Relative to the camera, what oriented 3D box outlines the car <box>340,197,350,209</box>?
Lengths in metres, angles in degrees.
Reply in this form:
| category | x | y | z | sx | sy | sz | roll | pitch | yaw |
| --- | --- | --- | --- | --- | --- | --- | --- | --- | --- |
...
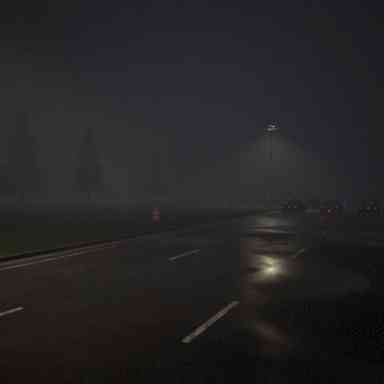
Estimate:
| category | x | y | z | sx | sy | sz | roll | pitch | yaw |
| --- | --- | --- | --- | --- | --- | --- | --- | --- | --- |
| car | 19.898 | 1.475 | 44.357 | 1.882 | 1.535 | 5.008 | 0 | 0 | 30 |

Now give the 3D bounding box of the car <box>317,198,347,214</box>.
| category | x | y | z | sx | sy | sz | roll | pitch | yaw |
| --- | --- | --- | --- | --- | --- | --- | --- | --- | --- |
| car | 14.909 | 1.599 | 35.347 | 1.895 | 1.301 | 4.718 | 0 | 0 | 29 |

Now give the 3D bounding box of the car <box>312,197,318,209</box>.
| category | x | y | z | sx | sy | sz | roll | pitch | yaw |
| --- | --- | --- | --- | --- | --- | --- | --- | --- | --- |
| car | 16.609 | 1.502 | 45.657 | 1.837 | 1.490 | 4.892 | 0 | 0 | 30 |

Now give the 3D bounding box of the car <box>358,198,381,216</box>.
| category | x | y | z | sx | sy | sz | roll | pitch | yaw |
| --- | --- | --- | --- | --- | --- | --- | --- | --- | --- |
| car | 17.582 | 1.545 | 32.962 | 2.033 | 1.411 | 5.357 | 0 | 0 | 30 |

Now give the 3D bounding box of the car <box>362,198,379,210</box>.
| category | x | y | z | sx | sy | sz | roll | pitch | yaw |
| --- | --- | --- | --- | --- | --- | --- | --- | --- | --- |
| car | 23.203 | 1.502 | 43.089 | 1.837 | 1.490 | 4.892 | 0 | 0 | 30 |

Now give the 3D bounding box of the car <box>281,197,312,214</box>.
| category | x | y | z | sx | sy | sz | roll | pitch | yaw |
| --- | --- | --- | --- | --- | --- | --- | --- | --- | --- |
| car | 10.906 | 1.545 | 35.369 | 2.033 | 1.411 | 5.357 | 0 | 0 | 29 |
